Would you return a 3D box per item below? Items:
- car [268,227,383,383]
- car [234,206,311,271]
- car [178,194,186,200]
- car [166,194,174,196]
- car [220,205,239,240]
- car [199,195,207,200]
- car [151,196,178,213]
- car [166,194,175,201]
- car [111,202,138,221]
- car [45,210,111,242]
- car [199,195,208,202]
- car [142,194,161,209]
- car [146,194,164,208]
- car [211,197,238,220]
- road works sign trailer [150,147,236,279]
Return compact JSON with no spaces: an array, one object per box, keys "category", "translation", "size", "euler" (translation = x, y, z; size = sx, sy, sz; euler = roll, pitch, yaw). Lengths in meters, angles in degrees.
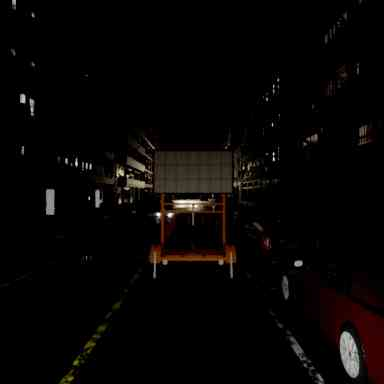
[{"category":"car","translation":[2.703,1.545,5.221],"size":[1.887,1.381,4.507],"euler":[0,0,0]},{"category":"car","translation":[2.716,1.440,10.858],"size":[1.967,1.590,4.097],"euler":[0,0,0]},{"category":"car","translation":[-2.802,1.173,89.973],"size":[2.150,2.045,5.566],"euler":[0,0,0]},{"category":"car","translation":[-5.515,1.292,78.516],"size":[2.192,1.841,5.009],"euler":[0,0,0]},{"category":"car","translation":[2.728,1.550,16.493],"size":[2.008,1.369,4.403],"euler":[0,0,0]},{"category":"car","translation":[2.890,1.516,89.766],"size":[1.887,1.381,4.507],"euler":[0,0,0]},{"category":"car","translation":[-3.015,1.541,37.880],"size":[2.033,1.411,5.357],"euler":[0,0,0]},{"category":"car","translation":[-5.503,1.414,84.152],"size":[1.967,1.590,4.097],"euler":[0,0,0]},{"category":"car","translation":[-5.628,1.523,27.618],"size":[1.752,1.417,4.829],"euler":[0,0,0]},{"category":"car","translation":[-5.653,1.565,16.515],"size":[1.947,1.339,4.313],"euler":[0,0,0]},{"category":"car","translation":[2.865,1.502,78.664],"size":[1.752,1.417,4.829],"euler":[0,0,0]},{"category":"car","translation":[-5.591,1.432,44.698],"size":[1.967,1.590,4.097],"euler":[0,0,0]},{"category":"car","translation":[-5.577,1.305,50.335],"size":[2.192,1.841,5.009],"euler":[0,0,0]},{"category":"car","translation":[2.754,1.312,27.766],"size":[2.192,1.841,5.009],"euler":[0,0,0]},{"category":"road works sign trailer","translation":[0.037,0.464,10.013],"size":[2.380,3.560,2.880],"euler":[0,0,0]}]
